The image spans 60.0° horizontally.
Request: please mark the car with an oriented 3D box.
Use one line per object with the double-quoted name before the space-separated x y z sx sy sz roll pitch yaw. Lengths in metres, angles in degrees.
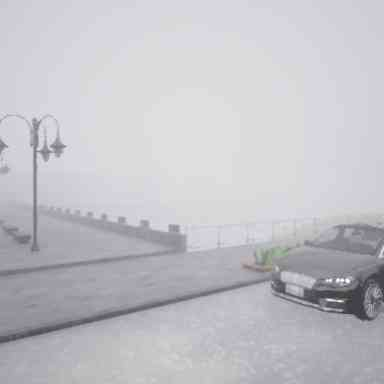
"car" 3.812 1.472 7.323 4.902 1.511 2.128 0 0 -35
